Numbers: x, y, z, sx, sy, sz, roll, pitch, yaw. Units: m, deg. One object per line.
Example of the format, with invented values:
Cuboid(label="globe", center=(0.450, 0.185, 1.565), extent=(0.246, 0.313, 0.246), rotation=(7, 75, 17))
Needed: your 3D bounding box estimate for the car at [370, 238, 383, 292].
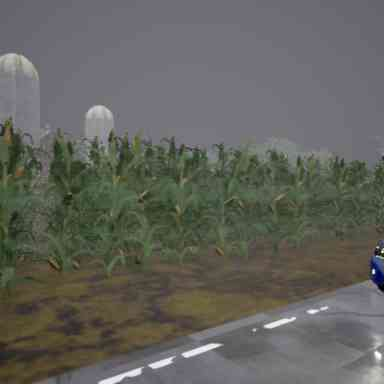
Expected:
Cuboid(label="car", center=(6.361, 1.225, 7.614), extent=(5.566, 2.045, 2.150), rotation=(0, 0, -36))
